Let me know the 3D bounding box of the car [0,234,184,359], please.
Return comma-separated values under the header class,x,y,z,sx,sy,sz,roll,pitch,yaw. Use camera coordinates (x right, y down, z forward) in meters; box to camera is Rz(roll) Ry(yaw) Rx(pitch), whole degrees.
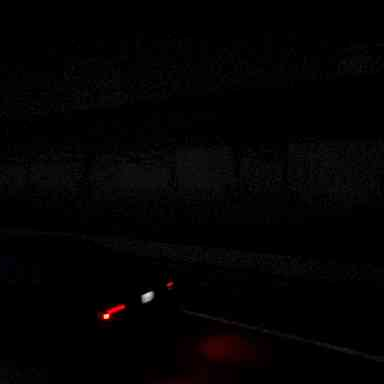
class,x,y,z,sx,sy,sz,roll,pitch,yaw
car,-2.794,1.468,5.763,5.357,1.411,2.033,0,1,29
